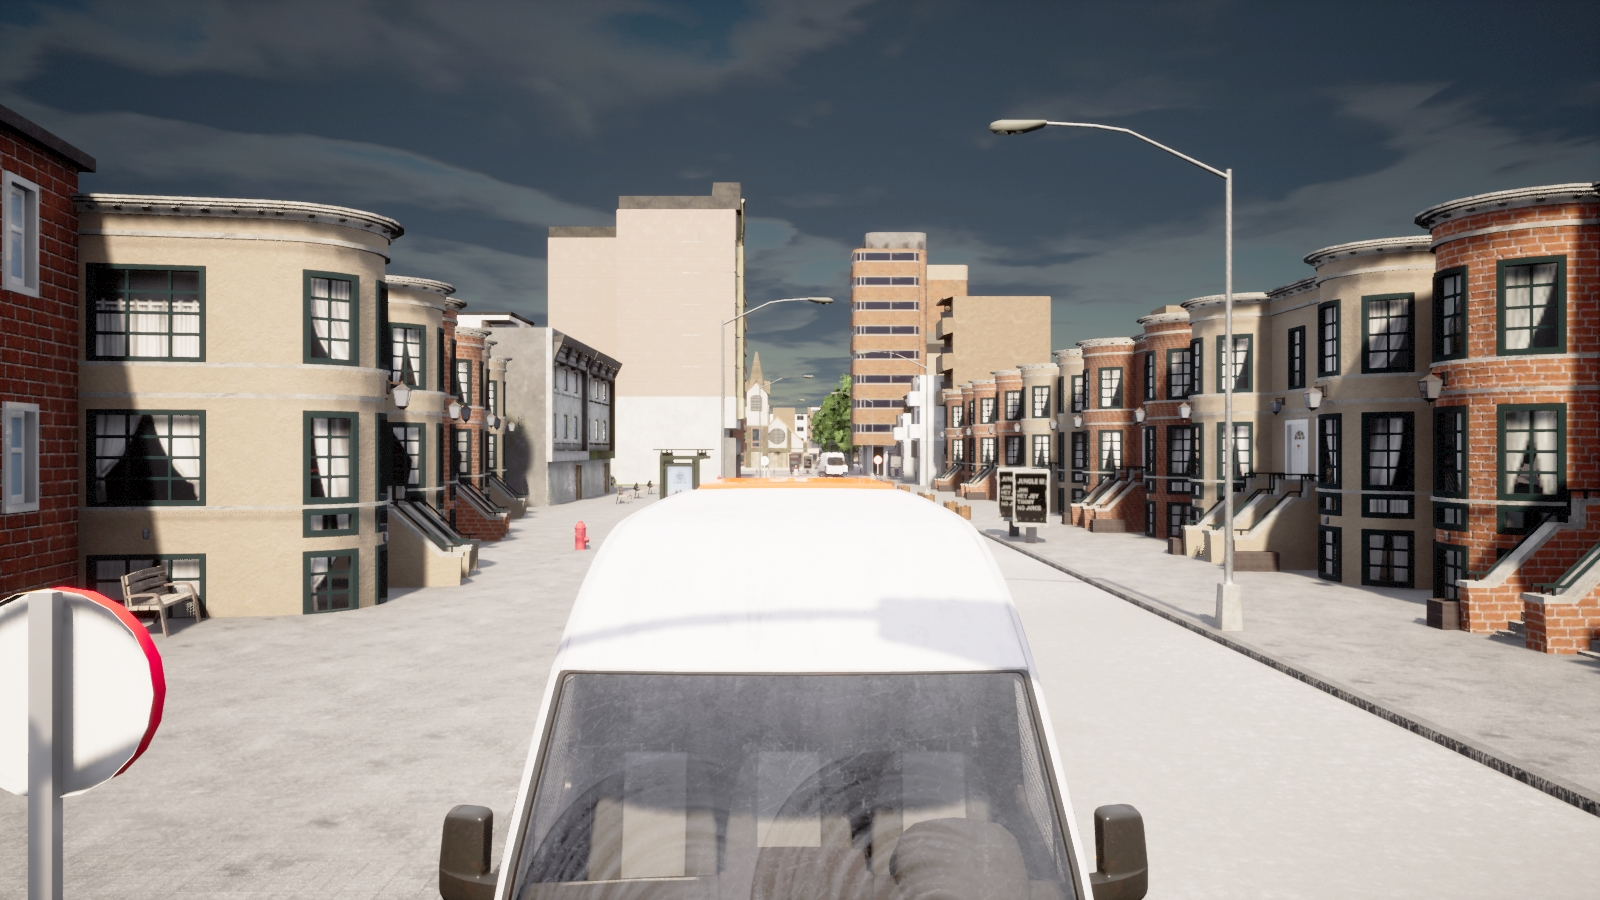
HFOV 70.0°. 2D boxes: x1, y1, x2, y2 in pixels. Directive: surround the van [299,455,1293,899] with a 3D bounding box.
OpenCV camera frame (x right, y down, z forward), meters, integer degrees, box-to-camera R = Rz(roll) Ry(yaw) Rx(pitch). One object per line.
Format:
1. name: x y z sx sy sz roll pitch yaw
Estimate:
1. van: -0.019 1.314 5.243 1.988 2.561 5.915 0 0 0
